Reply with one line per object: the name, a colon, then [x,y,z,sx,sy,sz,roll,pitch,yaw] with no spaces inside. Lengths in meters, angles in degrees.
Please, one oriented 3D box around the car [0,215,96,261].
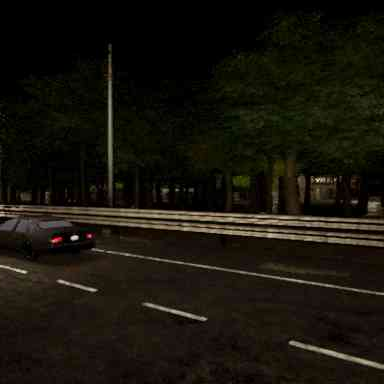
car: [-5.903,1.571,12.393,5.357,1.411,2.033,0,0,36]
